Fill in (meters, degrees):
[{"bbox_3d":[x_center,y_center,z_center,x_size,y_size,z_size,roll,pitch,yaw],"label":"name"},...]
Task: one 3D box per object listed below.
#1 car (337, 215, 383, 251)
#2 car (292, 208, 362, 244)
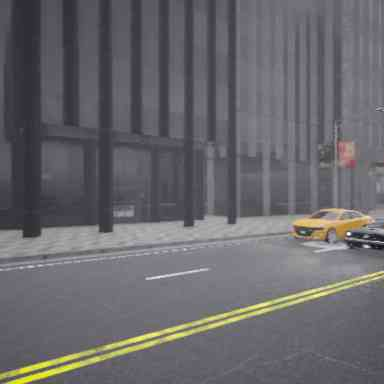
[{"bbox_3d":[8.232,1.713,13.543,4.718,1.301,1.895,1,0,-35],"label":"car"},{"bbox_3d":[7.121,1.597,16.740,5.008,1.535,1.882,1,0,-35],"label":"car"}]
